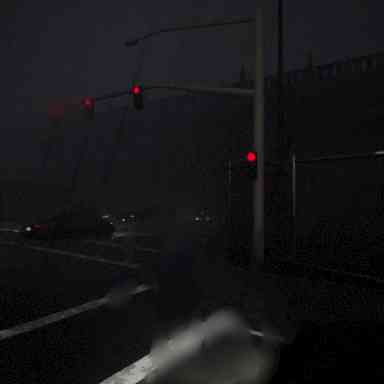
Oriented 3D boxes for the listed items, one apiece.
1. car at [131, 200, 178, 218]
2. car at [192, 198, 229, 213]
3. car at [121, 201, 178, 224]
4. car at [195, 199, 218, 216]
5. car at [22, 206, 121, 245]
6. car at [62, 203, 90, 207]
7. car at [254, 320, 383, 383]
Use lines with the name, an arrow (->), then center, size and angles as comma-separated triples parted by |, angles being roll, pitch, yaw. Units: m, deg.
car -> -3.447, 1.581, 31.684 | 1.812, 1.442, 4.674 | 0, 0, 36
car -> 2.332, 1.547, 39.822 | 2.128, 1.511, 4.902 | 0, 0, 35
car -> -3.334, 1.603, 25.811 | 2.033, 1.411, 5.357 | 0, 0, 35
car -> 2.501, 1.603, 34.021 | 2.033, 1.411, 5.357 | 0, 0, 35
car -> -5.878, 1.612, 16.116 | 1.994, 1.385, 4.181 | 0, 0, 40
car -> -8.737, 1.581, 24.284 | 1.812, 1.442, 4.674 | 0, 0, 37
car -> 3.007, 1.547, 1.823 | 5.357, 1.411, 2.033 | 0, 0, 36
